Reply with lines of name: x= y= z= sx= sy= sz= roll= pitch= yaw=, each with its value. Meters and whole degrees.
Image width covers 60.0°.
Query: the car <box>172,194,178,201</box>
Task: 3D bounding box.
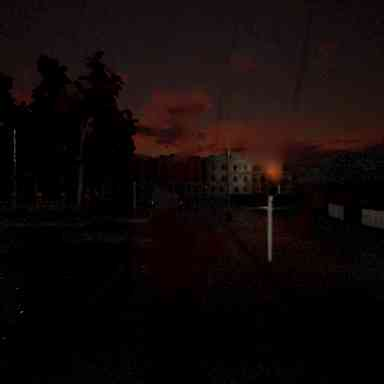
car: x=-3.861 y=1.066 z=67.089 sx=1.882 sy=1.535 sz=5.008 roll=0 pitch=0 yaw=-2

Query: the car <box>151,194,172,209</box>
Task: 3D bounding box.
car: x=-4.006 y=1.221 z=41.724 sx=1.882 sy=1.535 sz=5.008 roll=0 pitch=0 yaw=0
